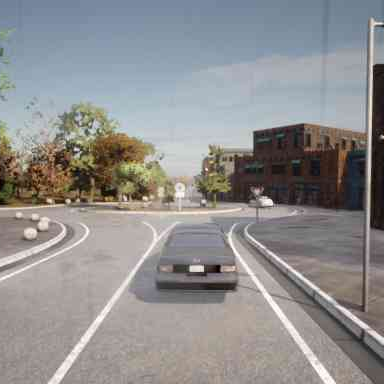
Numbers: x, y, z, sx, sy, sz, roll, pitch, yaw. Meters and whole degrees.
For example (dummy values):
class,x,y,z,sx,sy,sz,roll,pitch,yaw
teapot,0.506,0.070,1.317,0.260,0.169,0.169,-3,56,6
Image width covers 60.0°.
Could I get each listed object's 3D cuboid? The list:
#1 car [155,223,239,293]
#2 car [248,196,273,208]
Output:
class,x,y,z,sx,sy,sz,roll,pitch,yaw
car,0.149,1.541,8.998,2.033,1.411,5.357,0,0,1
car,8.929,1.309,43.583,1.812,1.442,4.674,0,0,-13
